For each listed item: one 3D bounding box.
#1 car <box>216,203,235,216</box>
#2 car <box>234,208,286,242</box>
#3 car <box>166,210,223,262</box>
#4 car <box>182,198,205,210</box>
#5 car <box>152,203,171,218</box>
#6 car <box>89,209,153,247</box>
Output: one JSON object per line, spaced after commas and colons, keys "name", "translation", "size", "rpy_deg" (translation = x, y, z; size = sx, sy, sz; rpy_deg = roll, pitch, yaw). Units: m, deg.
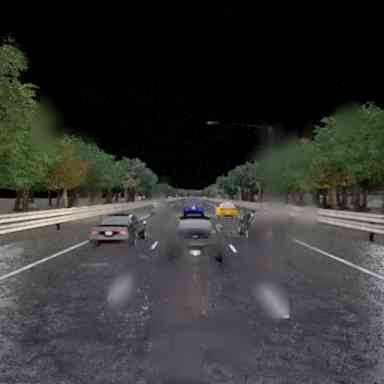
{"name": "car", "translation": [3.668, 1.968, 35.983], "size": [1.882, 1.535, 5.008], "rpy_deg": [0, -1, 0]}
{"name": "car", "translation": [3.630, 1.748, 17.836], "size": [1.837, 1.490, 4.892], "rpy_deg": [0, 0, 0]}
{"name": "car", "translation": [0.111, 1.680, 12.882], "size": [1.837, 1.490, 4.892], "rpy_deg": [0, 0, 0]}
{"name": "car", "translation": [0.168, 1.703, 35.478], "size": [2.150, 2.045, 5.566], "rpy_deg": [0, -1, 0]}
{"name": "car", "translation": [-3.332, 1.979, 35.981], "size": [2.128, 1.511, 4.902], "rpy_deg": [0, -1, 0]}
{"name": "car", "translation": [-3.373, 1.763, 16.037], "size": [2.033, 1.411, 5.357], "rpy_deg": [0, -1, 0]}
